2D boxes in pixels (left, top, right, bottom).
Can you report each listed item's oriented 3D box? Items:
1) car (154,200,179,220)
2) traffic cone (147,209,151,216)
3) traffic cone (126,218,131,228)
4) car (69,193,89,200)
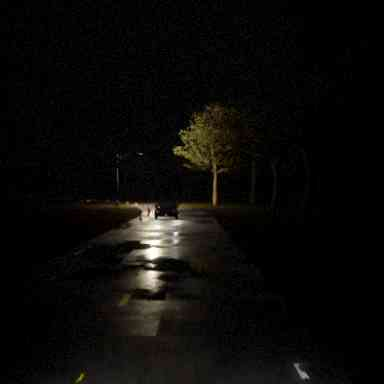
[{"bbox_3d":[-2.035,1.434,27.388,1.812,1.442,4.674,0,0,-2],"label":"car"},{"bbox_3d":[-3.919,1.855,29.983,0.340,0.580,0.340,0,0,-3],"label":"traffic cone"},{"bbox_3d":[-3.854,1.888,20.102,0.340,0.580,0.340,0,0,0],"label":"traffic cone"},{"bbox_3d":[-24.252,0.982,71.240,4.892,1.490,1.837,0,1,33],"label":"car"}]
